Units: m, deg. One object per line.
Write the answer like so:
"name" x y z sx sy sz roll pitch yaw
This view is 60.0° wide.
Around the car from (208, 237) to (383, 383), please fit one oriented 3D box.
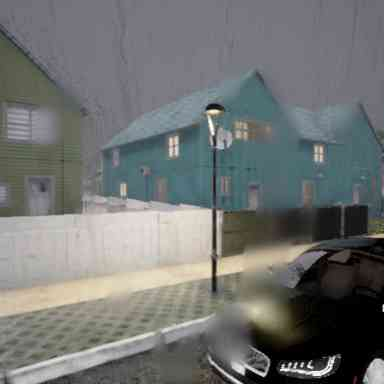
"car" 2.447 1.506 4.807 4.892 1.490 1.837 -1 1 -35
